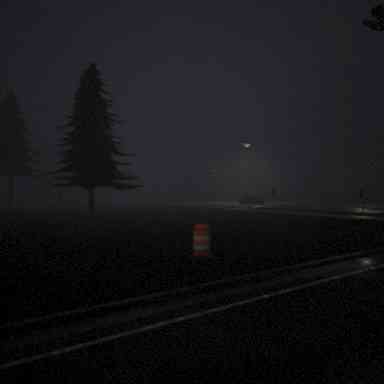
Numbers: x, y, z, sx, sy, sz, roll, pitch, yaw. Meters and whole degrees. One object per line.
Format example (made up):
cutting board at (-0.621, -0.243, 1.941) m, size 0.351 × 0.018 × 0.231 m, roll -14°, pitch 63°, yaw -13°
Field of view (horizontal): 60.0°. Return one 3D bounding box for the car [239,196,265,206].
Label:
car at (9.873, 1.459, 54.799) m, size 1.837 × 1.490 × 4.892 m, roll 0°, pitch -1°, yaw -34°
